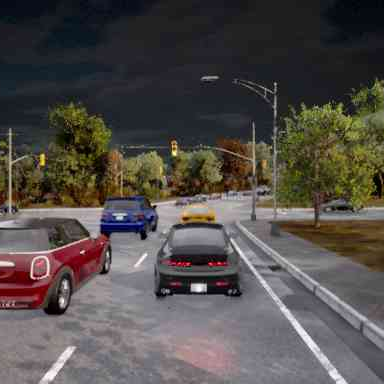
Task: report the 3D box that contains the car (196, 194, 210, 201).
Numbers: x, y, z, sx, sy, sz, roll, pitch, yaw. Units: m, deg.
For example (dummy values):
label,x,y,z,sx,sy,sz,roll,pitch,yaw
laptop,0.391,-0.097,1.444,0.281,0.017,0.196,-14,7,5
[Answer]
label,x,y,z,sx,sy,sz,roll,pitch,yaw
car,1.389,1.238,65.136,2.097,1.767,4.553,0,2,21

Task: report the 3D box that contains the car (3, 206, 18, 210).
label,x,y,z,sx,sy,sz,roll,pitch,yaw
car,-21.193,1.819,35.591,4.718,1.301,1.895,-1,0,3

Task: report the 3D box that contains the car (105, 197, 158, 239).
label,x,y,z,sx,sy,sz,roll,pitch,yaw
car,-3.176,1.260,17.682,2.150,2.045,5.566,0,0,2

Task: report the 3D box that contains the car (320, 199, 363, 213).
label,x,y,z,sx,sy,sz,roll,pitch,yaw
car,16.365,1.526,36.960,4.902,1.511,2.128,-1,0,4

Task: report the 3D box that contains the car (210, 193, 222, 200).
label,x,y,z,sx,sy,sz,roll,pitch,yaw
car,5.255,0.993,74.403,1.812,1.442,4.674,0,2,23

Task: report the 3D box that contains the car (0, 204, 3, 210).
label,x,y,z,sx,sy,sz,roll,pitch,yaw
car,-21.537,1.702,32.101,4.902,1.511,2.128,-1,0,4

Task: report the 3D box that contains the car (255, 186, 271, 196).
label,x,y,z,sx,sy,sz,roll,pitch,yaw
car,17.903,0.133,82.994,1.882,1.535,5.008,0,3,33

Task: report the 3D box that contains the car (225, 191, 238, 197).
label,x,y,z,sx,sy,sz,roll,pitch,yaw
car,9.992,0.413,83.443,1.812,1.442,4.674,0,3,28

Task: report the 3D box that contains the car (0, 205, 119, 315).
label,x,y,z,sx,sy,sz,roll,pitch,yaw
car,-3.357,1.361,7.742,2.097,1.767,4.553,0,0,1

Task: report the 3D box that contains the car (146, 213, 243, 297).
label,x,y,z,sx,sy,sz,roll,pitch,yaw
car,0.151,1.516,8.567,1.837,1.490,4.892,0,0,1

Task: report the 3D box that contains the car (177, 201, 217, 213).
label,x,y,z,sx,sy,sz,roll,pitch,yaw
car,0.395,1.519,19.152,1.882,1.535,5.008,0,0,2

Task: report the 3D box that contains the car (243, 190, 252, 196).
label,x,y,z,sx,sy,sz,roll,pitch,yaw
car,14.582,0.250,84.271,1.994,1.385,4.181,0,3,33

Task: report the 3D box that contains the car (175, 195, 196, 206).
label,x,y,z,sx,sy,sz,roll,pitch,yaw
car,-1.379,1.649,56.782,1.994,1.385,4.181,0,1,17
